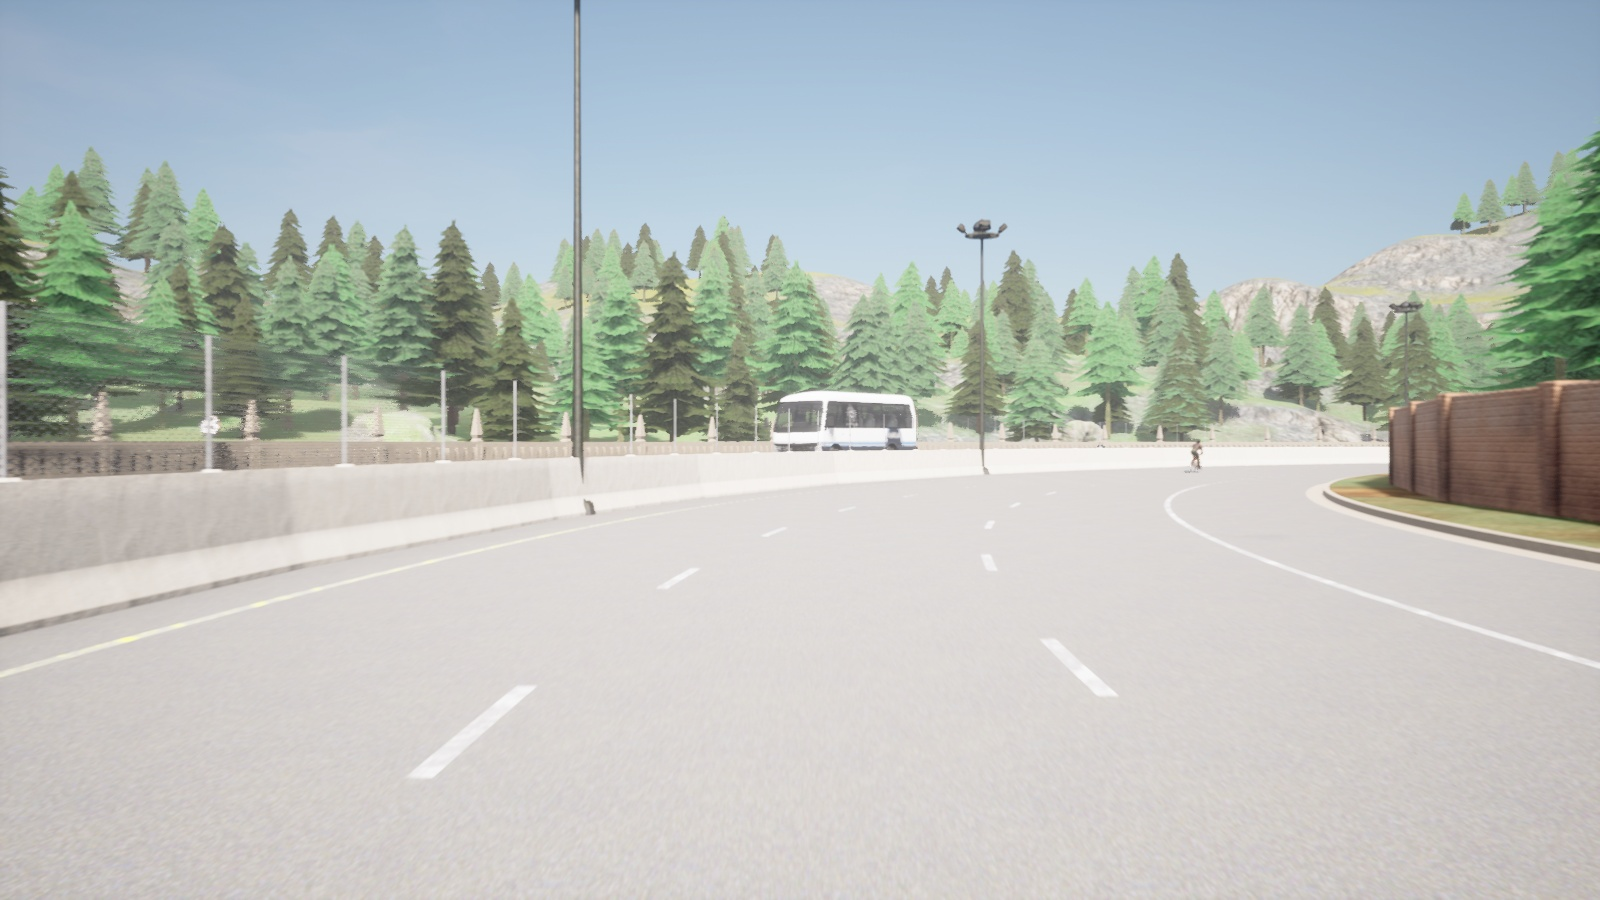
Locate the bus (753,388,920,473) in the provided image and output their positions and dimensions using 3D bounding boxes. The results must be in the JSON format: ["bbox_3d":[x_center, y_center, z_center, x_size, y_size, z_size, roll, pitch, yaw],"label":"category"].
[{"bbox_3d":[2.169,-1.004,68.111,3.944,4.253,10.273,-1,0,35],"label":"bus"}]
